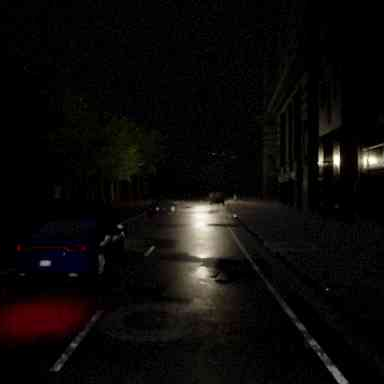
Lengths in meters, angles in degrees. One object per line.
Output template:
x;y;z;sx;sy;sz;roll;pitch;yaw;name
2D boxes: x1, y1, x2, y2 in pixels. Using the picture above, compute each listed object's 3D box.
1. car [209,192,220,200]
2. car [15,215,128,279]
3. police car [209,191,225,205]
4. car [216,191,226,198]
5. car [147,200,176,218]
4.464;0.771;65.281;1.882;1.535;5.008;0;0;8;car
-3.243;1.433;9.955;1.882;1.535;5.008;0;0;1;car
3.506;0.955;46.071;1.930;1.638;5.238;0;1;6;police car
7.314;0.599;83.838;1.882;1.535;5.008;0;0;10;car
-2.505;1.346;28.218;2.033;1.411;5.357;0;1;3;car
